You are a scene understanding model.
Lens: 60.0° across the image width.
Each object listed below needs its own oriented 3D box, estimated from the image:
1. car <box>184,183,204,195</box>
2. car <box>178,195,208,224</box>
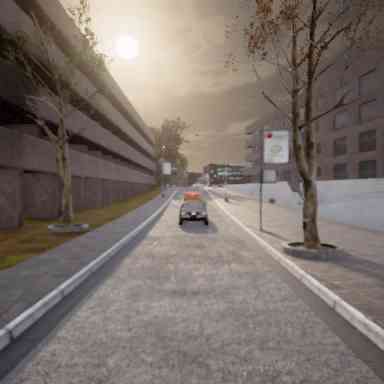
[{"bbox_3d":[0.083,0.218,40.841,2.097,1.767,4.553,0,3,0],"label":"car"},{"bbox_3d":[0.090,1.221,21.742,2.033,1.411,5.357,0,2,0],"label":"car"}]
